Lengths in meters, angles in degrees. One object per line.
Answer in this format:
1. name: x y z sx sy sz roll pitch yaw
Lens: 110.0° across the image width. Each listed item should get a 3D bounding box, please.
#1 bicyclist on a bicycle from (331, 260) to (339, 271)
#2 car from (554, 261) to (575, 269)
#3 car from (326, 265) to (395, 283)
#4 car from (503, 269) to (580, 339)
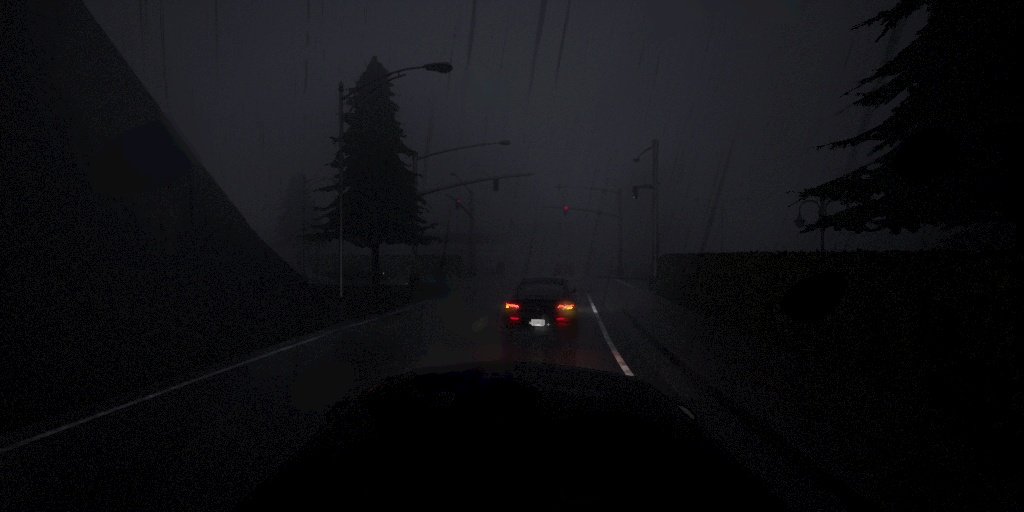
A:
1. bicyclist on a bicycle: -17.376 1.203 35.307 0.582 1.620 1.656 0 0 8
2. car: 5.303 1.227 36.316 1.882 1.535 5.008 0 0 10
3. car: -11.413 1.351 27.260 4.718 1.301 1.895 0 0 8
4. car: 0.916 1.276 10.034 1.812 1.442 4.674 0 0 9
